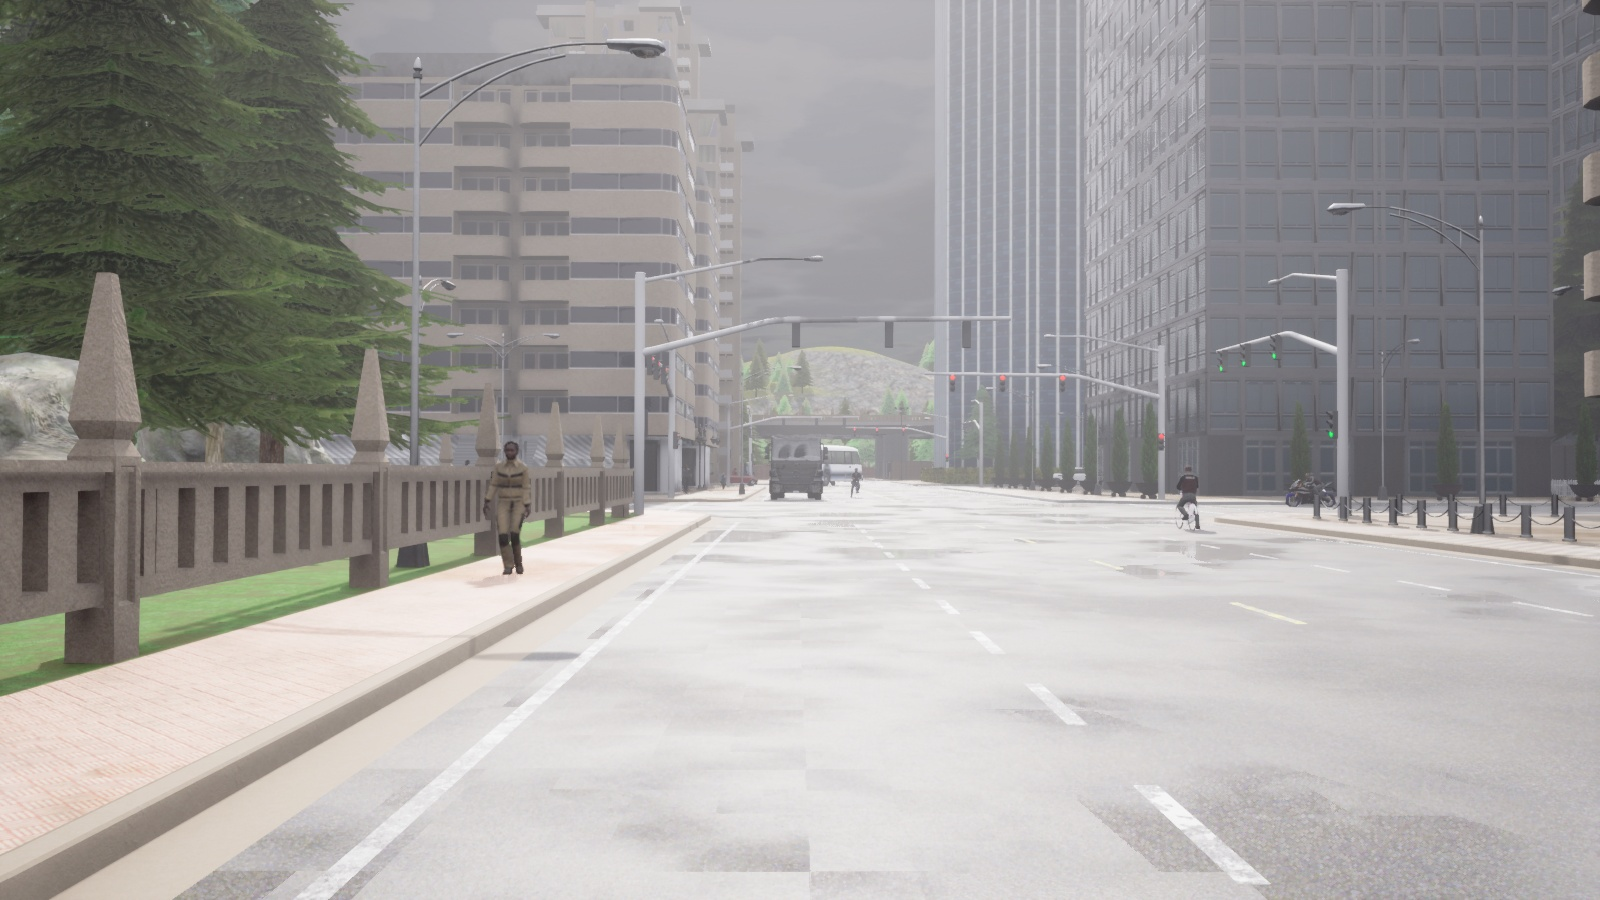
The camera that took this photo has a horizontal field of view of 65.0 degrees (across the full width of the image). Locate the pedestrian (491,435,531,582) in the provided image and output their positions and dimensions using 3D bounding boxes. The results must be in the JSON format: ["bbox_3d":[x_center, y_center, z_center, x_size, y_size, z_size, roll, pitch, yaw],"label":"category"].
[{"bbox_3d":[-3.858,0.770,16.770,0.396,1.930,0.692,0,-1,-2],"label":"pedestrian"}]

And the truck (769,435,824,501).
[{"bbox_3d":[-0.204,1.010,70.268,2.891,3.462,7.936,0,-1,0],"label":"truck"}]

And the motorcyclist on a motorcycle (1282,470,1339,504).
[{"bbox_3d":[22.751,1.641,55.963,2.191,1.530,0.866,0,-1,0],"label":"motorcyclist on a motorcycle"}]

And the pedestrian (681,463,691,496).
[{"bbox_3d":[-6.796,1.754,74.869,0.423,1.949,0.788,0,-1,6],"label":"pedestrian"}]

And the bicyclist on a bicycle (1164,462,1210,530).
[{"bbox_3d":[10.403,1.210,33.846,0.659,1.776,1.843,0,0,0],"label":"bicyclist on a bicycle"}]
